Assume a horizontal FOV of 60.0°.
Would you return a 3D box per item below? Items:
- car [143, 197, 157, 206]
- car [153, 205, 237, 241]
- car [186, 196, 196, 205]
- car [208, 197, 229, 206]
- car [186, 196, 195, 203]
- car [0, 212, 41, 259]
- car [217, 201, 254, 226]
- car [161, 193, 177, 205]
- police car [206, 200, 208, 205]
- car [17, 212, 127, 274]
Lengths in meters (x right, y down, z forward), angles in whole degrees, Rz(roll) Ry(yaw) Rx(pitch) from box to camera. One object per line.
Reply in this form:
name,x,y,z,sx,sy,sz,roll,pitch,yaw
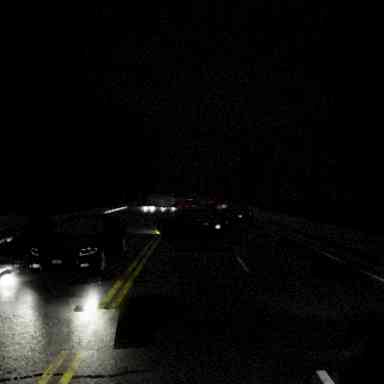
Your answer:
car,-6.839,1.535,54.378,2.128,1.511,4.902,0,0,0
car,-0.029,1.557,16.804,1.994,1.385,4.181,0,0,-37
car,-0.229,1.565,61.697,2.128,1.511,4.902,0,0,0
car,3.087,1.432,34.633,2.033,1.649,4.856,0,0,0
car,-0.360,1.639,76.387,1.837,1.490,4.892,0,0,0
car,-6.646,1.519,12.740,1.812,1.442,4.674,0,0,0
car,3.140,1.559,23.632,1.994,1.385,4.181,0,0,0
car,-3.584,1.255,51.969,2.150,2.045,5.566,0,0,0
police car,3.036,1.524,45.635,2.038,1.542,4.974,0,0,0
car,-3.388,1.472,10.796,1.882,1.535,5.008,0,0,0
